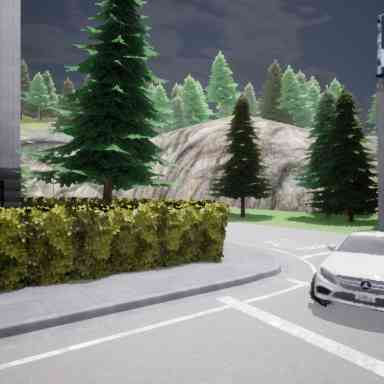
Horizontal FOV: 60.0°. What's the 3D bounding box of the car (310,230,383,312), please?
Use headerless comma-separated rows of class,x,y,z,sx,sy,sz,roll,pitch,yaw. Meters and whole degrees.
car,4.177,1.619,7.435,1.812,1.442,4.674,1,-3,34
